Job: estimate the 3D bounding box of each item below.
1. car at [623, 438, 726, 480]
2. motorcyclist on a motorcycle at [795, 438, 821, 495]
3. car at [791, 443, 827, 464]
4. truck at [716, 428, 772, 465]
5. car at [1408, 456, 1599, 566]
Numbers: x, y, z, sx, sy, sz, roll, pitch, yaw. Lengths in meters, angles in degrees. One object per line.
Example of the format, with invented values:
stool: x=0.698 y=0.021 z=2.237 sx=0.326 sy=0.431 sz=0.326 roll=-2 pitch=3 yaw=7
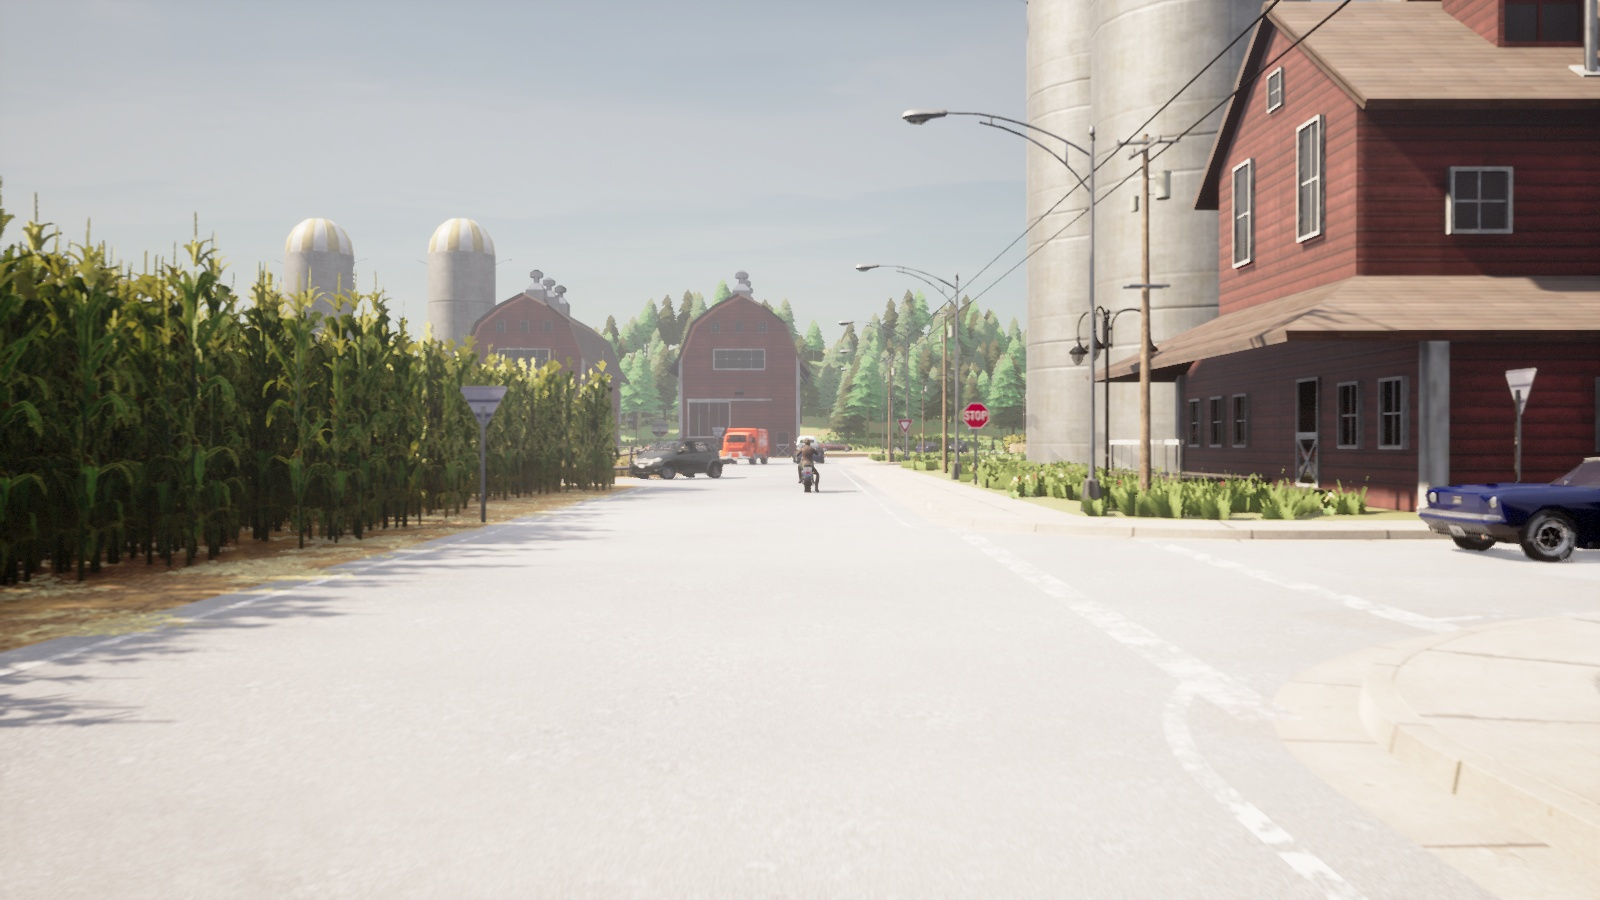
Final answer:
car: x=-5.083 y=0.336 z=51.334 sx=1.851 sy=1.617 sz=3.988 roll=1 pitch=1 yaw=41
motorcyclist on a motorcycle: x=0.230 y=0.473 z=37.855 sx=0.766 sy=1.649 sz=2.350 roll=0 pitch=0 yaw=0
car: x=0.601 y=0.215 z=89.721 sx=2.163 sy=1.488 sz=4.792 roll=0 pitch=0 yaw=-5
truck: x=-3.779 y=-0.249 z=85.170 sx=2.627 sy=2.467 sz=5.204 roll=0 pitch=0 yaw=11
car: x=10.555 y=0.734 z=15.977 sx=4.718 sy=1.301 sz=1.895 roll=0 pitch=0 yaw=-1
